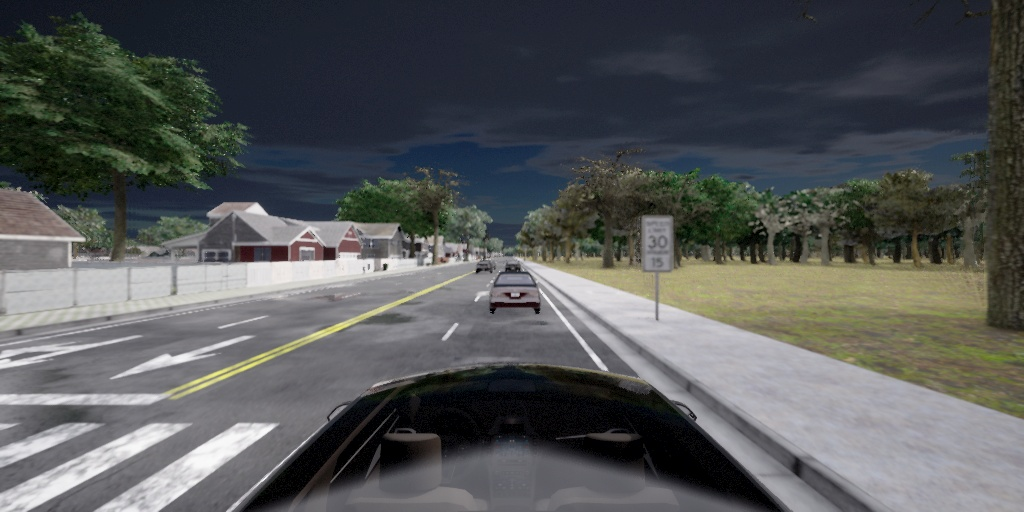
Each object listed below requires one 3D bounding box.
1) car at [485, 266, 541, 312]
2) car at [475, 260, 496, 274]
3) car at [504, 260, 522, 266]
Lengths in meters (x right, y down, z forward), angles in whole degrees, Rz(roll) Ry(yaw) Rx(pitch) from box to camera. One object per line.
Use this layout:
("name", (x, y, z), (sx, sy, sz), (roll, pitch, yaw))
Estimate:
("car", (0.105, 1.295, 14.060), (2.033, 1.411, 5.357), (0, 0, 0))
("car", (-3.136, 1.232, 41.322), (1.837, 1.490, 4.892), (0, 0, 0))
("car", (0.117, 1.205, 42.679), (1.882, 1.535, 5.008), (0, 0, 0))
